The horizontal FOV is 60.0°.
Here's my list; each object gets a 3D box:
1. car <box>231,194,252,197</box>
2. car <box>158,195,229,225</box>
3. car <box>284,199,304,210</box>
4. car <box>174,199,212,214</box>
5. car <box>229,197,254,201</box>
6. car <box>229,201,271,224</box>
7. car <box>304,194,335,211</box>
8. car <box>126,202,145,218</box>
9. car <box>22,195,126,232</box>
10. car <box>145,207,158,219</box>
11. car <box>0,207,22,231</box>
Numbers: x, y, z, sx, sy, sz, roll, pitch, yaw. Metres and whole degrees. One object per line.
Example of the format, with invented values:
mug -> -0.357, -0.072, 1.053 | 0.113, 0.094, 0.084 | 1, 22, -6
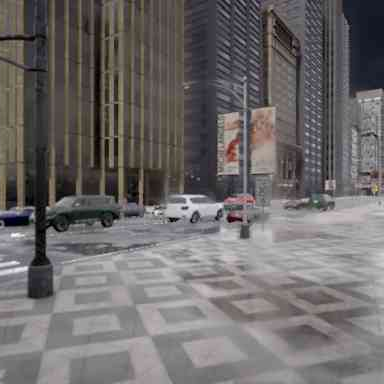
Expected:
car -> 6.346, 1.260, 44.857 | 2.150, 2.045, 5.566 | 0, 0, 37
car -> 0.282, 1.247, 24.976 | 2.150, 2.045, 5.566 | 0, 0, 36
car -> 13.799, 1.604, 43.887 | 2.033, 1.411, 5.357 | 0, 0, 36
car -> 0.195, 1.549, 36.340 | 1.812, 1.442, 4.674 | 0, 0, 36
car -> 4.738, 1.582, 37.089 | 2.033, 1.411, 5.357 | 0, 0, 35
car -> 4.336, 1.597, 25.055 | 1.994, 1.385, 4.181 | 0, 0, 36
car -> 16.347, 1.286, 41.869 | 2.150, 2.045, 5.566 | 0, 0, 36
car -> -5.735, 1.574, 28.084 | 1.994, 1.385, 4.181 | 0, 0, 35
car -> -7.071, 1.230, 20.644 | 2.150, 2.045, 5.566 | 0, 0, 36
car -> -1.385, 1.511, 28.571 | 2.128, 1.511, 4.902 | 0, 0, 36
car -> -10.873, 1.600, 20.920 | 1.895, 1.301, 4.718 | 0, 0, 36
